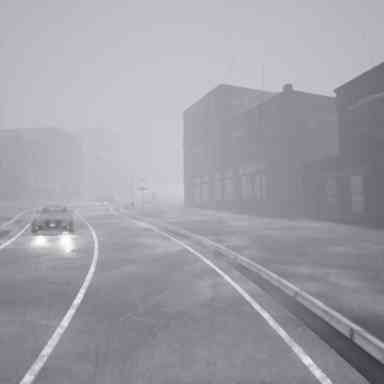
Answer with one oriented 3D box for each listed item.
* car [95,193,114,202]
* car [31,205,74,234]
[{"bbox_3d":[-15.668,0.952,59.896,2.097,1.767,4.553,-1,0,7],"label":"car"},{"bbox_3d":[-7.458,1.413,18.129,1.994,1.385,4.181,1,0,-19],"label":"car"}]
